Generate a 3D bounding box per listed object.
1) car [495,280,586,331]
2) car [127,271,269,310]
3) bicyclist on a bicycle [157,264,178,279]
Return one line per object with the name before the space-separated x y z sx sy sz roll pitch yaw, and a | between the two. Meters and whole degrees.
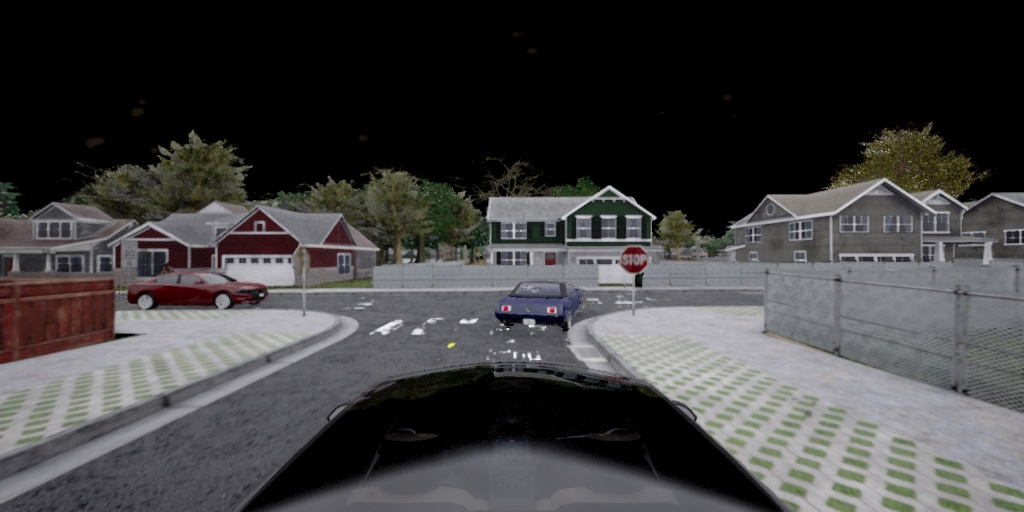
car | 1.120 1.387 11.252 1.895 1.301 4.718 0 0 18
car | -12.937 1.379 14.982 5.008 1.535 1.882 0 0 0
bicyclist on a bicycle | -20.028 1.283 20.899 0.582 1.620 1.656 0 0 0
